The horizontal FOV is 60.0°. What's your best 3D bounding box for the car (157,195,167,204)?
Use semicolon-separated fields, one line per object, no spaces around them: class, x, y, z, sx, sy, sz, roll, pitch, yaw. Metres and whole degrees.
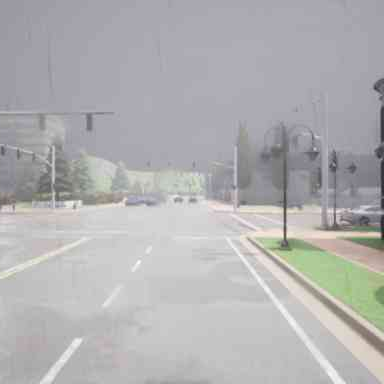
car;-6.868;1.602;73.854;2.150;2.045;5.566;0;0;0

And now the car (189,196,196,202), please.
car;0.161;1.866;89.674;1.994;1.385;4.181;0;0;0

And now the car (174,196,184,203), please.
car;-3.358;1.893;79.310;1.837;1.490;4.892;0;0;0

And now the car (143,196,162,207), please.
car;-6.938;1.899;58.454;1.895;1.301;4.718;0;0;1

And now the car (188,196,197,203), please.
car;0.142;1.871;79.303;1.882;1.535;5.008;0;0;0

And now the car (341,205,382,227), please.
car;13.031;1.649;23.518;4.674;1.442;1.812;0;0;1

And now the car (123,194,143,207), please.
car;-10.441;1.651;58.693;2.097;1.767;4.553;0;0;1

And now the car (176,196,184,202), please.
car;-3.339;1.866;89.680;1.994;1.385;4.181;0;0;0
